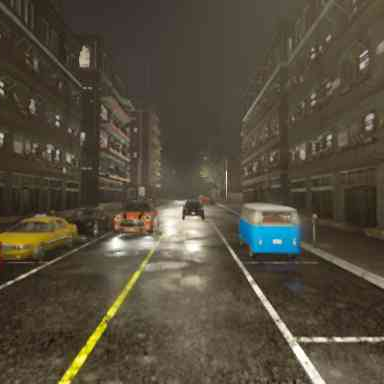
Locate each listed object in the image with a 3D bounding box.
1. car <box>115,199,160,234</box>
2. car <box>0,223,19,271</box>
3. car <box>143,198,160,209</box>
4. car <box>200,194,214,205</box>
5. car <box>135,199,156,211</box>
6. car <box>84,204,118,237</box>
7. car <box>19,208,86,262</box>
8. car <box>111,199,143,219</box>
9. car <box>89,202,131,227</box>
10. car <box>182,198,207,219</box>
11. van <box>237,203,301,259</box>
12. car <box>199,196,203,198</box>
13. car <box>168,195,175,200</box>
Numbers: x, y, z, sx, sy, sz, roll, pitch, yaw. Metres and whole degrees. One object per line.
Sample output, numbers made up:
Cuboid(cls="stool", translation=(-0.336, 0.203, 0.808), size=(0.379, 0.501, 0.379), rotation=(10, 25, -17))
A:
Cuboid(cls="car", translation=(-3.098, 1.352, 19.282), size=(2.097, 1.767, 4.553), rotation=(0, 0, 0))
Cuboid(cls="car", translation=(-5.643, 1.544, 6.637), size=(1.887, 1.381, 4.507), rotation=(1, 0, 0))
Cuboid(cls="car", translation=(-5.643, 1.586, 46.430), size=(1.802, 1.307, 4.206), rotation=(1, 0, 0))
Cuboid(cls="car", translation=(2.709, 1.323, 57.860), size=(2.192, 1.841, 5.009), rotation=(1, 0, 0))
Cuboid(cls="car", translation=(-5.642, 1.554, 40.745), size=(2.008, 1.369, 4.403), rotation=(1, 0, 0))
Cuboid(cls="car", translation=(-5.643, 1.566, 18.006), size=(1.947, 1.339, 4.313), rotation=(1, 0, 0))
Cuboid(cls="car", translation=(-5.643, 1.525, 12.152), size=(1.752, 1.417, 4.829), rotation=(1, 0, 0))
Cuboid(cls="car", translation=(-5.641, 1.441, 29.376), size=(1.967, 1.590, 4.097), rotation=(1, 0, 0))
Cuboid(cls="car", translation=(-5.642, 1.526, 23.520), size=(1.752, 1.417, 4.829), rotation=(1, 0, 0))
Cuboid(cls="car", translation=(0.100, 1.526, 28.979), size=(1.812, 1.442, 4.674), rotation=(0, 0, 0))
Cuboid(cls="van", translation=(2.707, 1.341, 12.381), size=(1.690, 1.788, 3.998), rotation=(1, 0, 0))
Cuboid(cls="car", translation=(0.101, 1.604, 45.663), size=(1.895, 1.301, 4.718), rotation=(0, 0, 0))
Cuboid(cls="car", translation=(-5.675, 1.609, 90.358), size=(1.802, 1.307, 4.206), rotation=(1, 0, 0))
